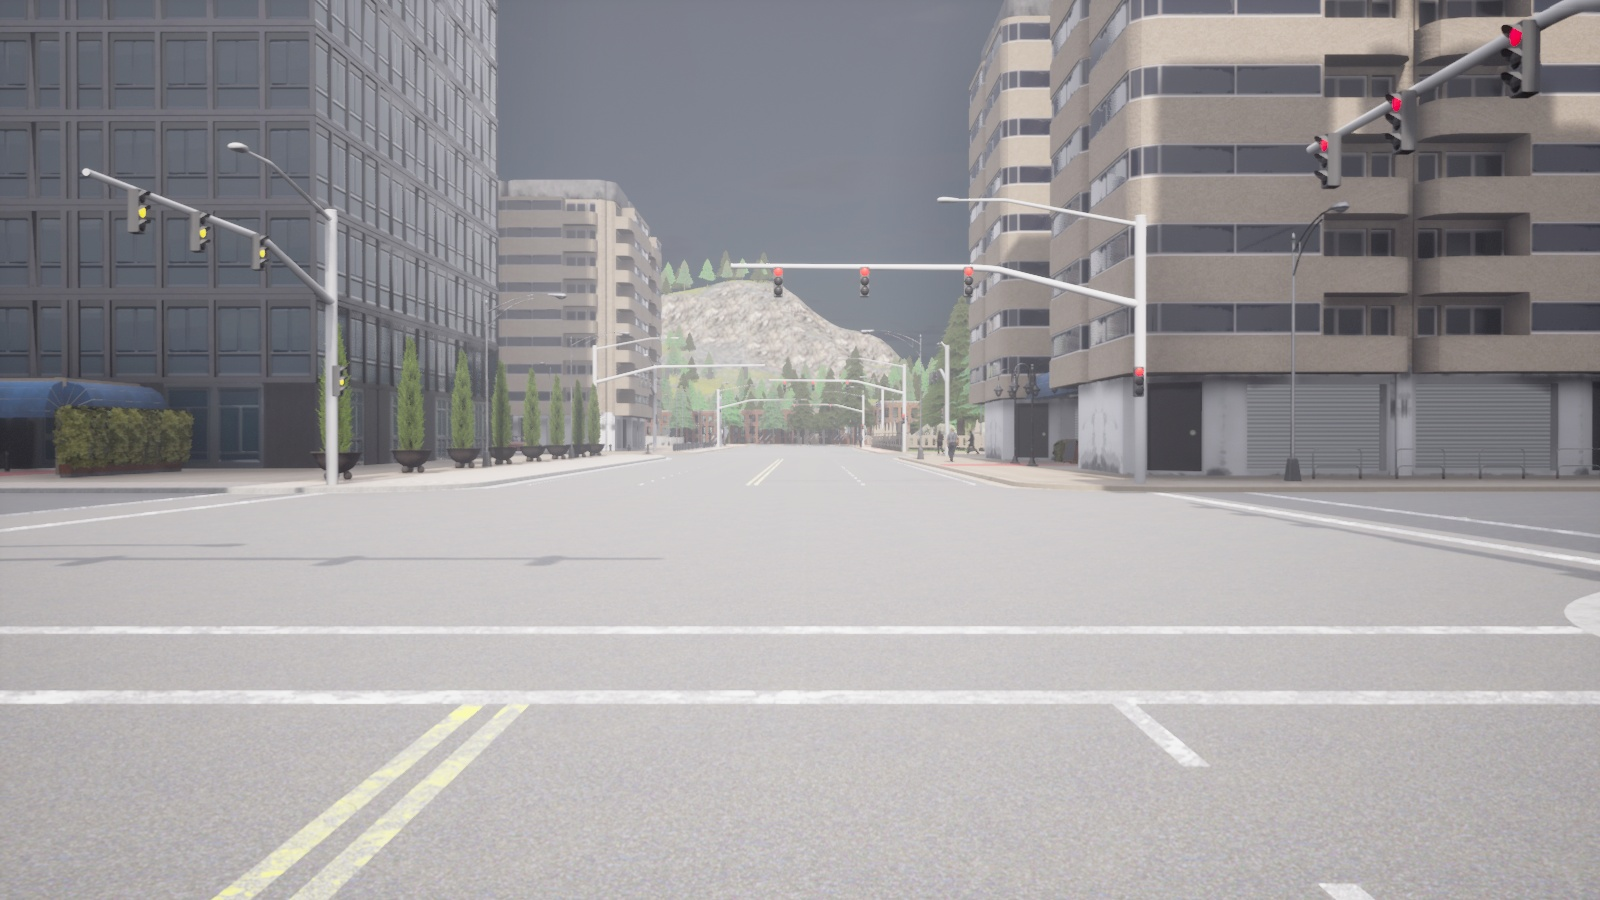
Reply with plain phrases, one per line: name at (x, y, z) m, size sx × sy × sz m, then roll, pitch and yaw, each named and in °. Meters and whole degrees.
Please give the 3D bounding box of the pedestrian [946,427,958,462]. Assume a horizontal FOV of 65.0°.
pedestrian at (8.054, -0.281, 66.491) m, size 0.540 × 1.848 × 0.694 m, roll 0°, pitch 1°, yaw 1°
